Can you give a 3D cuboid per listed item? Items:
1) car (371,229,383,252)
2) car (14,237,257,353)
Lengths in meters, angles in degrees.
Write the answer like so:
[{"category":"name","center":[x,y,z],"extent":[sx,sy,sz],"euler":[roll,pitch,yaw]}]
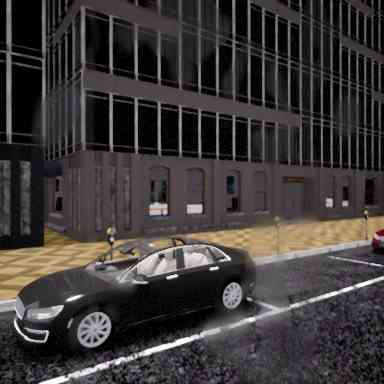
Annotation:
[{"category":"car","center":[8.529,1.570,12.649],"extent":[4.206,1.307,1.802],"euler":[0,0,-36]},{"category":"car","center":[-0.738,1.548,6.035],"extent":[4.403,1.369,2.008],"euler":[0,0,-36]}]
